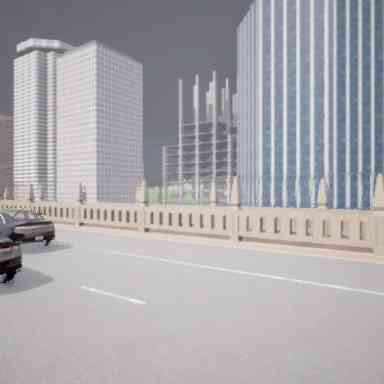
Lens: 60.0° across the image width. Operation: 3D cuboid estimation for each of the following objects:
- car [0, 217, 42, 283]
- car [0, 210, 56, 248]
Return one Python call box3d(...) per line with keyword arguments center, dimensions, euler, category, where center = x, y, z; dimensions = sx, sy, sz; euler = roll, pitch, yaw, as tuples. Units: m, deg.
box3d(center=(-6.237, 1.496, 8.447), dimensions=(4.902, 1.511, 2.128), euler=(0, 0, 36), category="car")
box3d(center=(-7.645, 1.499, 13.751), dimensions=(4.902, 1.511, 2.128), euler=(0, 0, 36), category="car")
